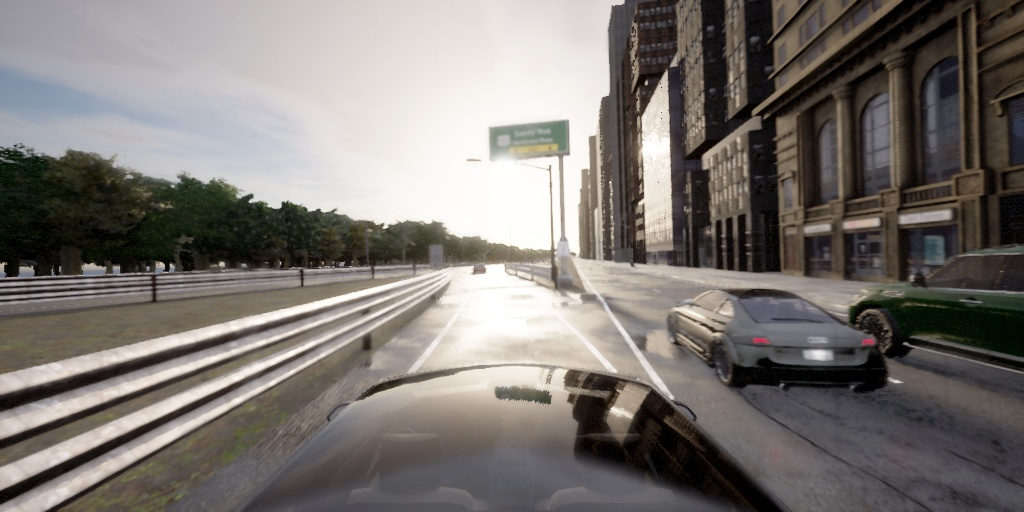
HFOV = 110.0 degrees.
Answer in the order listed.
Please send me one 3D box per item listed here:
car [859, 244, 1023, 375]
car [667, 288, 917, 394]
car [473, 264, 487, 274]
[{"bbox_3d":[7.571,0.825,4.851,2.150,2.045,5.566,-2,-1,9],"label":"car"},{"bbox_3d":[4.335,1.277,6.677,1.994,1.385,4.181,-2,-1,9],"label":"car"},{"bbox_3d":[-4.715,1.814,52.331,1.994,1.385,4.181,-2,-1,-6],"label":"car"}]
